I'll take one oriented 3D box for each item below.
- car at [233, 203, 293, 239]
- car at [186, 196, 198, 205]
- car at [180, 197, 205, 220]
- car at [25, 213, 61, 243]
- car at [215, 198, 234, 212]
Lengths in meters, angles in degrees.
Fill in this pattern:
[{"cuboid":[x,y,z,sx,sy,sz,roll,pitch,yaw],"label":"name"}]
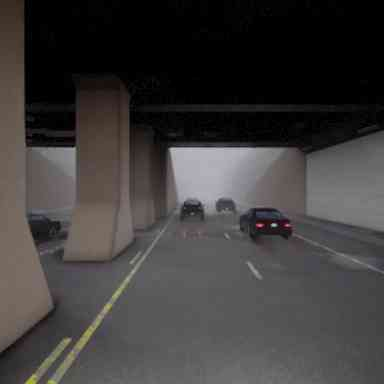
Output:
[{"cuboid":[3.601,1.496,17.104,2.033,1.411,5.357,0,0,0],"label":"car"},{"cuboid":[0.005,1.431,56.189,1.895,1.301,4.718,0,0,0],"label":"car"},{"cuboid":[0.047,1.409,27.309,2.128,1.511,4.902,0,0,1],"label":"car"},{"cuboid":[-7.099,1.559,13.478,1.895,1.301,4.718,0,0,0],"label":"car"},{"cuboid":[3.602,1.394,36.405,1.837,1.490,4.892,0,0,0],"label":"car"}]
